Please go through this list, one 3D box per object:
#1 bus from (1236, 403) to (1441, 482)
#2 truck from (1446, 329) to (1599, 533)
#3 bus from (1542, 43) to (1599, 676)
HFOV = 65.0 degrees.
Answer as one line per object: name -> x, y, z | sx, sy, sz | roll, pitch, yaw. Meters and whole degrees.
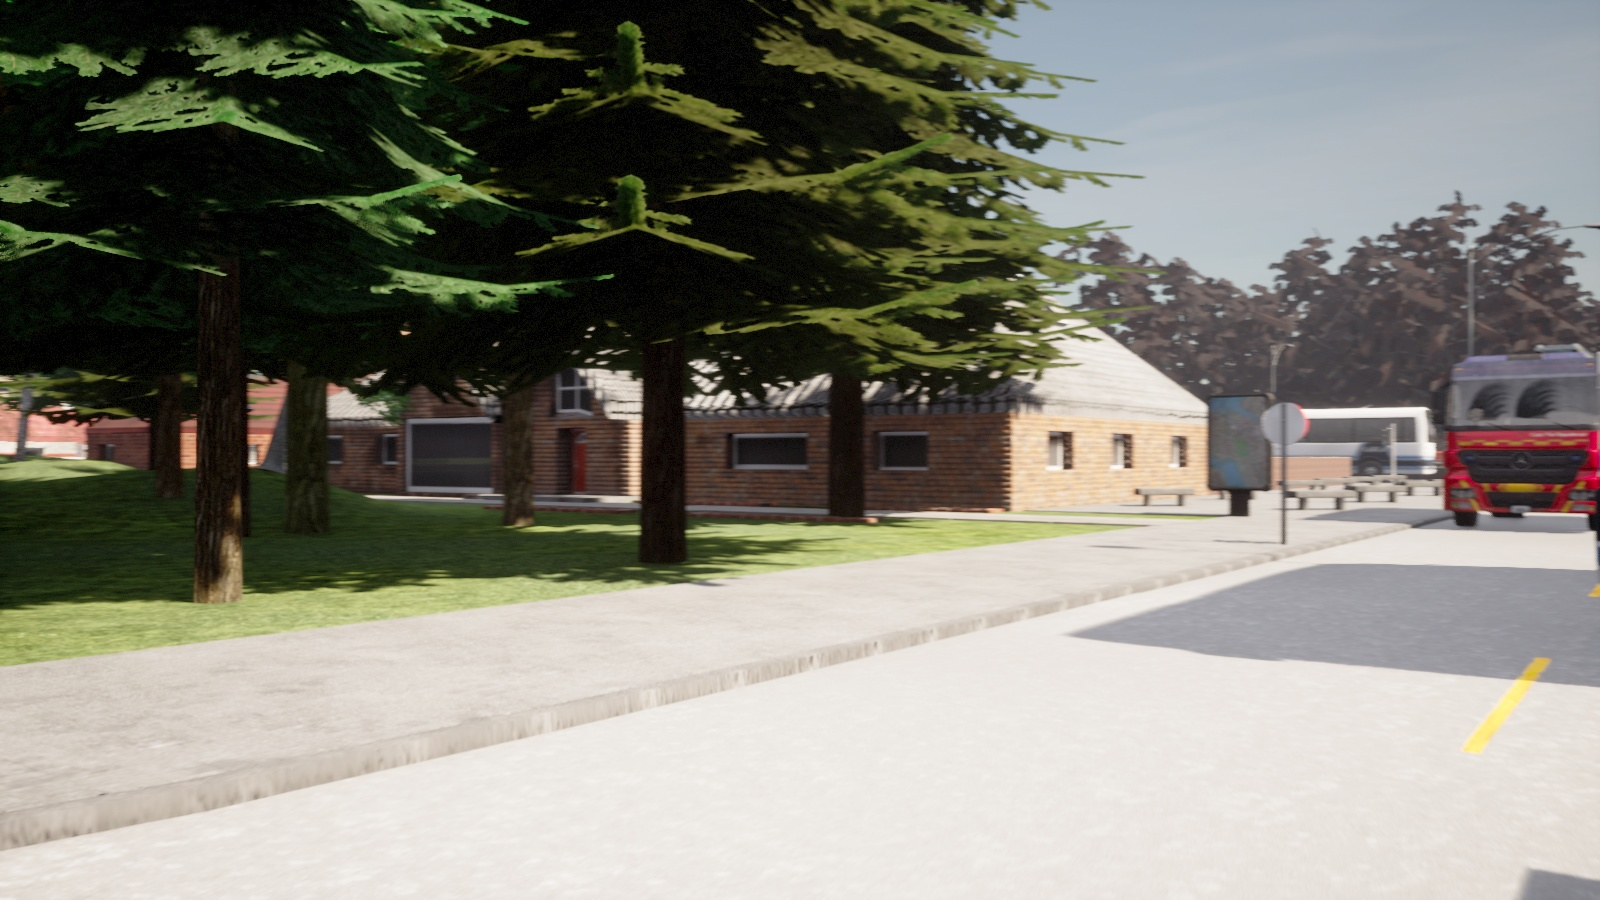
bus -> 31.061, -0.370, 72.640 | 10.273, 4.253, 3.944 | 0, 0, 35
truck -> 16.580, -0.340, 27.592 | 2.891, 3.827, 8.468 | 0, 0, 37
bus -> 9.720, -0.609, 11.625 | 3.944, 4.253, 10.273 | 0, 0, 36
